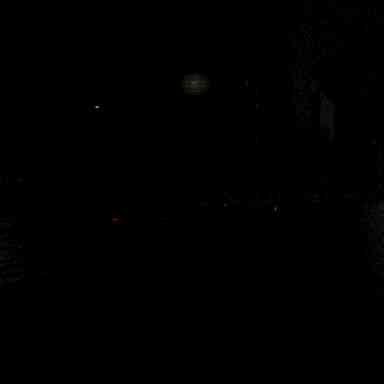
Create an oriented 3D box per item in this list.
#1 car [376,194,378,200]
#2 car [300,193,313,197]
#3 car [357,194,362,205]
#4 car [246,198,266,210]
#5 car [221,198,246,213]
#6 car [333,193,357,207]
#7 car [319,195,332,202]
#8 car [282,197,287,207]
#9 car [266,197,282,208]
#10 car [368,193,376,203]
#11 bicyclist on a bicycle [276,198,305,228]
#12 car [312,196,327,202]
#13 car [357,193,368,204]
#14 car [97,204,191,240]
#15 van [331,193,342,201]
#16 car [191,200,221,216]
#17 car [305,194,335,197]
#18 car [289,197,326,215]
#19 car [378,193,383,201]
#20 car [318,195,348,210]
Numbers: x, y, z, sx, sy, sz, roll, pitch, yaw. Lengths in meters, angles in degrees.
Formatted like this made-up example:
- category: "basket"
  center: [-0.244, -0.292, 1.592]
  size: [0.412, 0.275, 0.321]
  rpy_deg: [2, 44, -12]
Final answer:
- category: "car"
  center: [36.642, 1.303, 68.656]
  size: [1.752, 1.417, 4.829]
  rpy_deg: [-1, 0, 35]
- category: "car"
  center: [19.908, 1.416, 59.475]
  size: [1.887, 1.381, 4.507]
  rpy_deg: [0, 0, 35]
- category: "car"
  center: [23.698, 1.379, 49.977]
  size: [1.947, 1.339, 4.313]
  rpy_deg: [0, 0, 35]
- category: "car"
  center: [7.060, 1.495, 40.934]
  size: [1.802, 1.307, 4.206]
  rpy_deg: [0, 0, 35]
- category: "car"
  center: [3.847, 1.367, 36.298]
  size: [1.967, 1.590, 4.097]
  rpy_deg: [0, 0, 35]
- category: "car"
  center: [20.486, 1.137, 45.344]
  size: [2.192, 1.841, 5.009]
  rpy_deg: [0, 0, 35]
- category: "car"
  center: [29.545, 1.428, 73.380]
  size: [1.802, 1.307, 4.206]
  rpy_deg: [0, 0, 35]
- category: "car"
  center: [13.484, 1.456, 50.205]
  size: [1.947, 1.339, 4.313]
  rpy_deg: [0, 0, 35]
- category: "car"
  center: [10.175, 1.427, 45.429]
  size: [1.752, 1.417, 4.829]
  rpy_deg: [0, 0, 35]
- category: "car"
  center: [33.333, 1.100, 63.883]
  size: [2.192, 1.841, 5.009]
  rpy_deg: [0, 0, 35]
- category: "bicyclist on a bicycle"
  center: [5.379, 1.177, 18.341]
  size: [1.656, 1.620, 0.582]
  rpy_deg: [-1, 0, 35]
- category: "car"
  center: [26.333, 1.419, 68.746]
  size: [1.947, 1.339, 4.313]
  rpy_deg: [0, 0, 35]
- category: "car"
  center: [26.909, 1.118, 54.613]
  size: [2.192, 1.841, 5.009]
  rpy_deg: [0, 0, 35]
- category: "car"
  center: [-2.444, 1.432, 16.762]
  size: [2.128, 1.511, 4.902]
  rpy_deg: [-1, 0, 35]
- category: "van"
  center: [35.967, 1.187, 82.653]
  size: [1.690, 1.788, 3.998]
  rpy_deg: [-1, 0, 35]
- category: "car"
  center: [0.636, 1.525, 31.663]
  size: [1.802, 1.307, 4.206]
  rpy_deg: [0, 0, 35]
- category: "car"
  center: [17.553, 1.338, 45.621]
  size: [2.128, 1.511, 4.902]
  rpy_deg: [-1, 0, 35]
- category: "car"
  center: [10.852, 1.425, 31.438]
  size: [1.947, 1.339, 4.313]
  rpy_deg: [0, 0, 35]
- category: "car"
  center: [42.969, 1.360, 77.785]
  size: [1.802, 1.307, 4.206]
  rpy_deg: [-1, 0, 35]
- category: "car"
  center: [17.275, 1.378, 40.708]
  size: [1.887, 1.381, 4.507]
  rpy_deg: [0, 0, 35]
